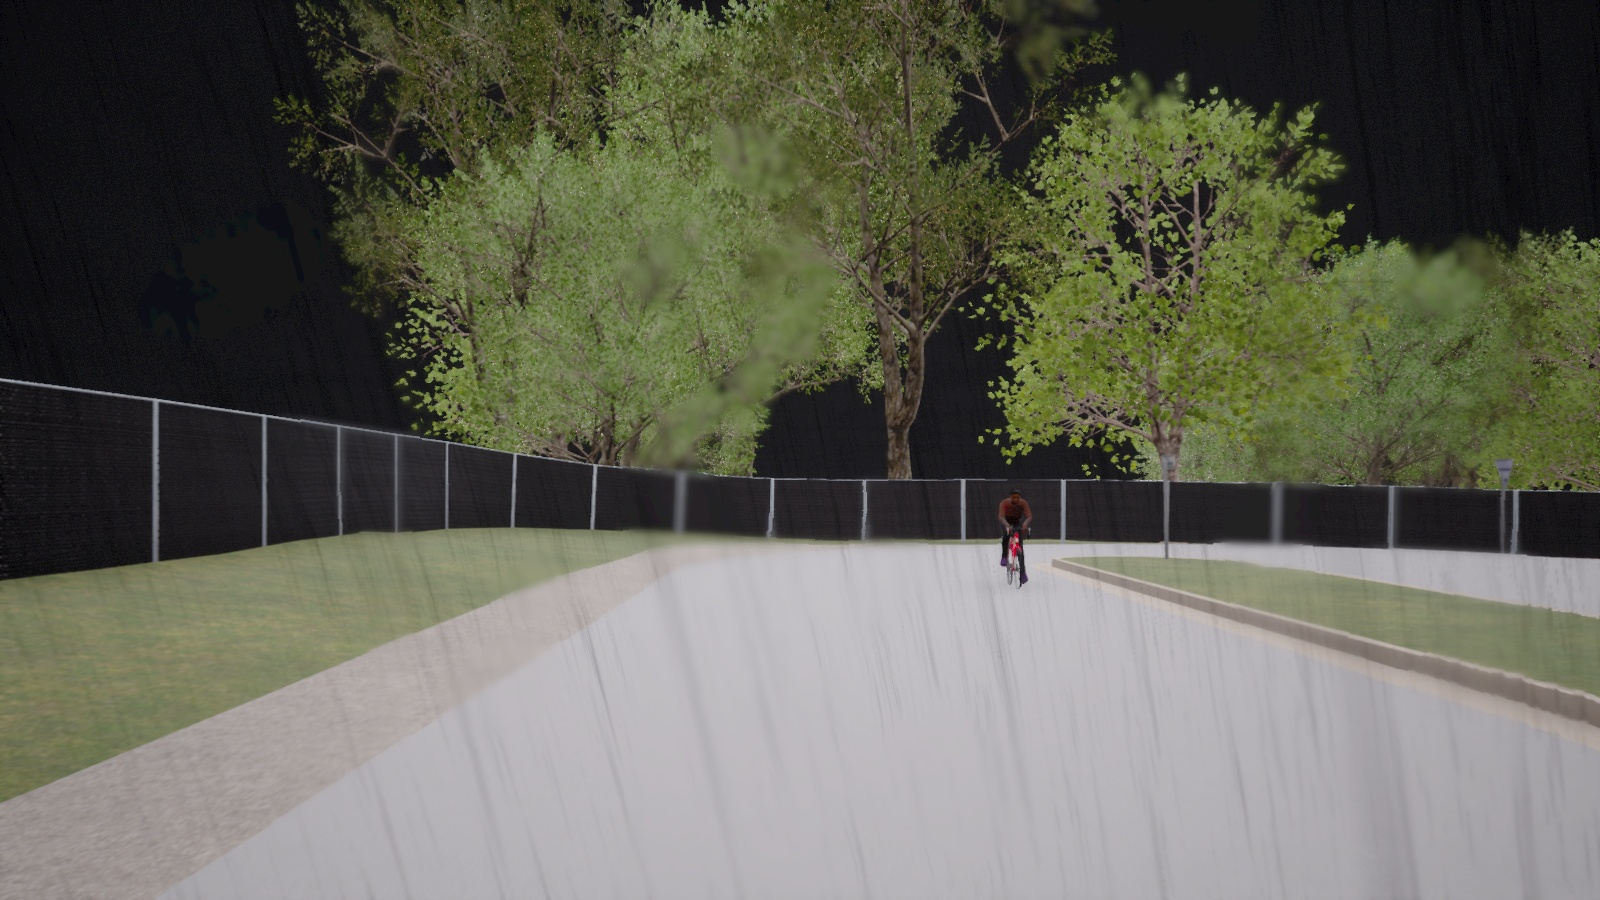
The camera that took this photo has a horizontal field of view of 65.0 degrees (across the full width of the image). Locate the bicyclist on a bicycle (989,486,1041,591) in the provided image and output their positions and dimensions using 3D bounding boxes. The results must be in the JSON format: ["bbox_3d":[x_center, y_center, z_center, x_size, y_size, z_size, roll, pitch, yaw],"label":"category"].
[{"bbox_3d":[3.477,1.405,20.377,0.582,1.620,1.656,-1,-2,2],"label":"bicyclist on a bicycle"}]
